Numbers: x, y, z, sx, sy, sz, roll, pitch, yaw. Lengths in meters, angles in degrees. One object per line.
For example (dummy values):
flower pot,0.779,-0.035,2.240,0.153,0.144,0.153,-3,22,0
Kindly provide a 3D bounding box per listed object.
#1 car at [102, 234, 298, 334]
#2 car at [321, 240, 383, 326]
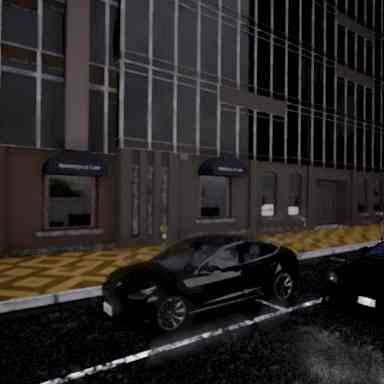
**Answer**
car,0.374,1.593,6.819,4.313,1.339,1.947,0,0,-35
car,4.459,1.611,6.559,4.181,1.385,1.994,0,0,-35
